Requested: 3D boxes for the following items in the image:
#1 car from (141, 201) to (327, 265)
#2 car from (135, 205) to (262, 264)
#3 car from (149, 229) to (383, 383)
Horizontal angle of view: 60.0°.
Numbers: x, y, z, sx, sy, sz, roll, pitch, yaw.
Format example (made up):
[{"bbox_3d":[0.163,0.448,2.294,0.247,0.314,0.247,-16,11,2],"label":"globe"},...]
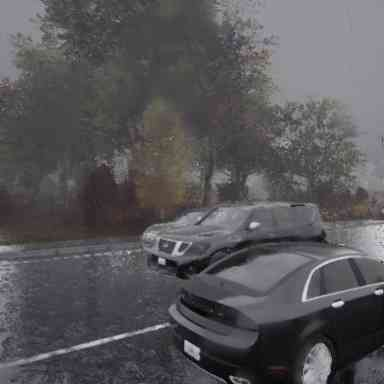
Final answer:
[{"bbox_3d":[1.545,1.299,9.395,5.566,2.045,2.150,1,0,-35],"label":"car"},{"bbox_3d":[0.336,1.441,12.832,4.553,1.767,2.097,1,0,-36],"label":"car"},{"bbox_3d":[1.972,1.558,5.155,4.892,1.490,1.837,1,-1,-36],"label":"car"}]
